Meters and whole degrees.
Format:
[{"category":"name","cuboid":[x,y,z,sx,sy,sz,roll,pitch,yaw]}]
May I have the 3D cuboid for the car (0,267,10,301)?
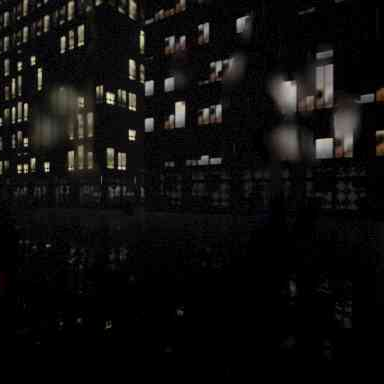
[{"category":"car","cuboid":[-5.615,1.527,6.852,4.829,1.417,1.752,0,0,35]}]
